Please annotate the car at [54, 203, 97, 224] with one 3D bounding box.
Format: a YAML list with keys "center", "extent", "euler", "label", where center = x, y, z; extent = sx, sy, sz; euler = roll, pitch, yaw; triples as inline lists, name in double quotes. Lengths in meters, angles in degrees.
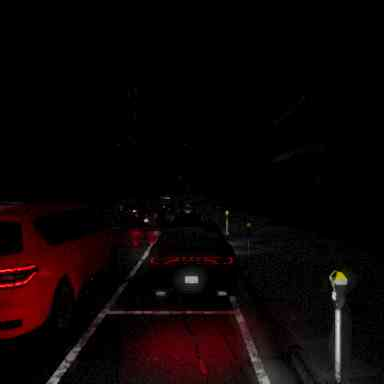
- center: [-8.815, 1.585, 25.481]
  extent: [1.802, 1.307, 4.206]
  euler: [0, 0, 0]
  label: "car"

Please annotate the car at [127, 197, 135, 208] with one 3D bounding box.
- center: [-8.815, 1.591, 41.985]
  extent: [1.802, 1.307, 4.206]
  euler: [0, 0, 0]
  label: "car"

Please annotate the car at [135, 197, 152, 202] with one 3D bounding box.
- center: [-6.194, 1.487, 43.262]
  extent: [1.882, 1.535, 5.008]
  euler: [0, 0, 1]
  label: "car"

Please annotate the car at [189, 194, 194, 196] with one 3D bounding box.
- center: [-0.257, 1.501, 84.576]
  extent: [1.967, 1.590, 4.097]
  euler: [0, 0, 0]
  label: "car"

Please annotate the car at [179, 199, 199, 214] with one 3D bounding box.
- center: [-0.290, 1.558, 36.484]
  extent: [2.008, 1.369, 4.403]
  euler: [0, 0, 0]
  label: "car"

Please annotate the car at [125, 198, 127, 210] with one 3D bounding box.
- center: [-8.815, 1.573, 36.483]
  extent: [1.947, 1.339, 4.313]
  euler: [0, 0, 0]
  label: "car"

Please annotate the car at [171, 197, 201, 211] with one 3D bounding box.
- center: [-0.290, 1.443, 25.481]
  extent: [1.967, 1.590, 4.097]
  euler: [0, 0, 0]
  label: "car"

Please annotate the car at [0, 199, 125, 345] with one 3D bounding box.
- center: [-3.043, 1.223, 6.673]
  extent: [2.150, 2.045, 5.566]
  euler: [0, 0, 0]
  label: "car"

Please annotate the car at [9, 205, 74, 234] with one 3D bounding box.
- center: [-8.815, 1.568, 19.979]
  extent: [1.947, 1.339, 4.313]
  euler: [0, 0, 0]
  label: "car"

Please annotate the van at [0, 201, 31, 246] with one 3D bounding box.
- center: [-8.815, 1.342, 14.478]
  extent: [1.690, 1.788, 3.998]
  euler: [0, 0, 0]
  label: "van"

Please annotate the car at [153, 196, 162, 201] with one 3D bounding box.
- center: [-8.782, 1.643, 84.589]
  extent: [1.802, 1.307, 4.206]
  euler: [0, 0, 0]
  label: "car"

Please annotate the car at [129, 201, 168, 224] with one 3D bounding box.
- center: [-3.044, 1.603, 24.368]
  extent: [1.895, 1.301, 4.718]
  euler: [0, 0, 0]
  label: "car"

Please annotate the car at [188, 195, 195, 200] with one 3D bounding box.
- center: [-0.237, 1.636, 95.394]
  extent: [2.008, 1.369, 4.403]
  euler: [0, 0, 0]
  label: "car"

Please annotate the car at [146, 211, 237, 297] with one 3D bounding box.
- center: [-0.006, 1.478, 8.650]
  extent: [1.882, 1.535, 5.008]
  euler: [0, 0, 0]
  label: "car"

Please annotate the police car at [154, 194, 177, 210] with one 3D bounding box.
- center: [-3.146, 1.433, 40.000]
  extent: [1.930, 1.638, 5.238]
  euler: [0, 0, 0]
  label: "police car"

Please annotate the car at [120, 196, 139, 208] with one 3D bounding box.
- center: [-8.816, 1.452, 47.486]
  extent: [1.967, 1.590, 4.097]
  euler: [0, 0, 0]
  label: "car"
